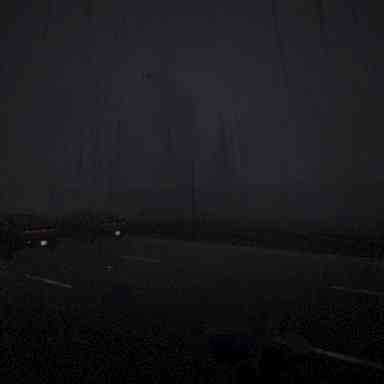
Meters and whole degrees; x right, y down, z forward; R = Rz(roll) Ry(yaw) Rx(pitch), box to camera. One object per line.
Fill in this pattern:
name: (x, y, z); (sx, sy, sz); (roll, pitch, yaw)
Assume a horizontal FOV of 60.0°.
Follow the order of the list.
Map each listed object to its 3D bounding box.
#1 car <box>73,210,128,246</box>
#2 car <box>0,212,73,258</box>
car: (-5.276, 1.644, 16.261); (4.902, 1.511, 2.128); (-1, 0, 36)
car: (-7.307, 1.644, 13.410); (4.902, 1.511, 2.128); (-1, 0, 36)
